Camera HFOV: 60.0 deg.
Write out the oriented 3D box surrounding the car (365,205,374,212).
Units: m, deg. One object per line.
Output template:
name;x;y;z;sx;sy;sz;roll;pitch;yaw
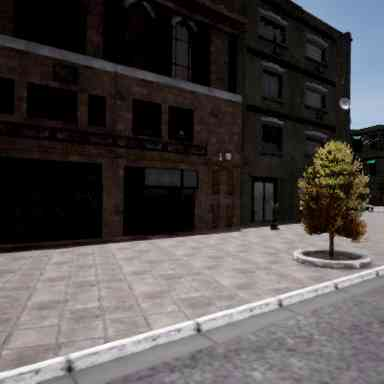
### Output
car;18.692;1.566;38.151;1.947;1.339;4.313;1;-1;-18
